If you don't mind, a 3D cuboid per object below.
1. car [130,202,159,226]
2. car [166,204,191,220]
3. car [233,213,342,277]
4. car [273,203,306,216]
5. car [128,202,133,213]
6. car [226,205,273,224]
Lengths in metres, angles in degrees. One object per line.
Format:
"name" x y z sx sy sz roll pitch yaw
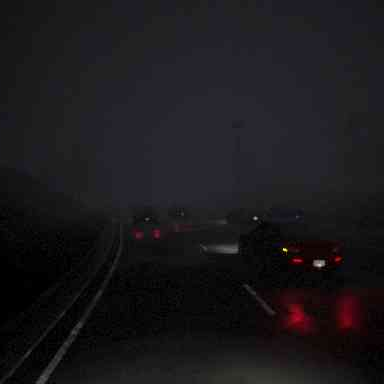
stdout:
"car" -3.719 1.816 26.503 1.812 1.442 4.674 0 -1 -12
"car" -1.334 1.845 32.238 1.812 1.442 4.674 0 -1 -12
"car" 2.826 1.596 10.418 1.812 1.442 4.674 0 -1 -7
"car" 7.060 1.653 26.301 1.882 1.535 5.008 0 0 -12
"car" -7.396 2.019 43.965 1.812 1.442 4.674 0 0 -12
"car" 3.872 1.755 24.323 1.994 1.385 4.181 0 0 -11
